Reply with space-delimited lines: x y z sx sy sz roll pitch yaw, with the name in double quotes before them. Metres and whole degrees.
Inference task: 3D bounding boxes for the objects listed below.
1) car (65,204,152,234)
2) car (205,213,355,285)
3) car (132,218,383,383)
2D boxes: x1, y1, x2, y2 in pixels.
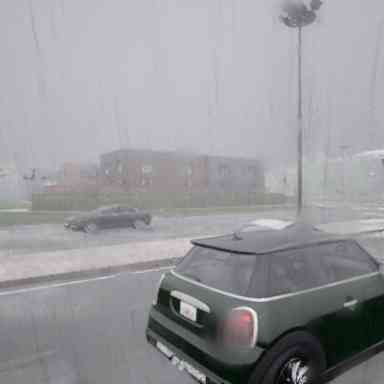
"car" -4.677 1.489 19.064 4.892 1.490 1.837 0 0 -35
"car" 2.803 1.508 10.047 4.674 1.442 1.812 0 0 -36
"car" 1.686 1.343 4.949 4.553 1.767 2.097 0 0 -36
